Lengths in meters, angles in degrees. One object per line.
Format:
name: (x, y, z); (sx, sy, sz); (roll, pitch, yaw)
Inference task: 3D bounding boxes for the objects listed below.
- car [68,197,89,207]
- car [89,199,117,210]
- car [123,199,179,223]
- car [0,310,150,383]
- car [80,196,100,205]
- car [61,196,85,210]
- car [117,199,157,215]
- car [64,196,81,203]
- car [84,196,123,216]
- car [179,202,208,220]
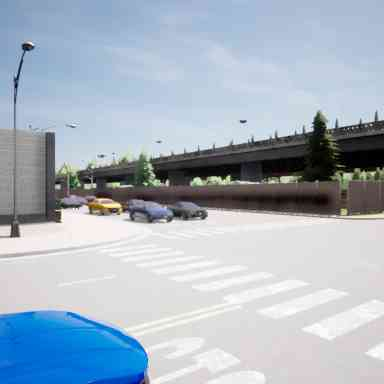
car: (-17.429, 1.470, 51.082); (1.812, 1.442, 4.674); (0, 0, -35)
car: (-11.468, 1.545, 42.640); (1.895, 1.301, 4.718); (0, 0, -35)
car: (-3.193, 1.470, 25.025); (1.812, 1.442, 4.674); (0, 0, -36)
car: (-2.609, 1.478, 1.913); (5.008, 1.535, 1.882); (0, 0, -36)
car: (-17.814, 1.422, 57.839); (1.882, 1.535, 5.008); (0, 0, -36)
car: (-15.923, 1.492, 42.845); (2.033, 1.411, 5.357); (0, 0, -35)
car: (-5.897, 1.492, 34.832); (2.033, 1.411, 5.357); (0, 0, -35)
car: (-23.742, 1.469, 65.957); (1.812, 1.442, 4.674); (0, 0, -36)
car: (-8.561, 1.422, 32.529); (1.882, 1.535, 5.008); (0, 0, -36)
car: (-0.531, 1.508, 27.316); (1.994, 1.385, 4.181); (0, 0, -36)
